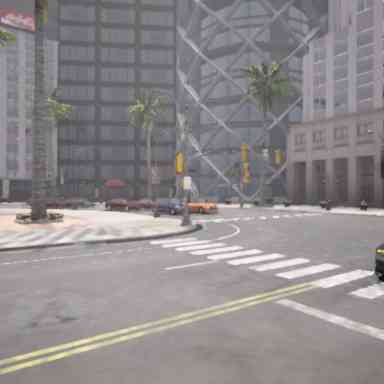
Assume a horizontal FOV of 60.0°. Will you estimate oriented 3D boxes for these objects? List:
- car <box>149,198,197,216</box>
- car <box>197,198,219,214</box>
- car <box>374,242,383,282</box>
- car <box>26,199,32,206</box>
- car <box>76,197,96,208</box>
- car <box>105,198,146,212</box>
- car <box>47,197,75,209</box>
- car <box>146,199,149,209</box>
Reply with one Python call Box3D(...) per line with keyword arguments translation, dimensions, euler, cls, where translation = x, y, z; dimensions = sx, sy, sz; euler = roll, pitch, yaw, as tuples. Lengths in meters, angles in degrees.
Box3D(translation=(-1.967, 1.409, 34.037), dimensions=(2.097, 1.767, 4.553), euler=(0, 0, -39), cls="car")
Box3D(translation=(0.852, 1.420, 36.059), dimensions=(2.097, 1.767, 4.553), euler=(0, 0, -39), cls="car")
Box3D(translation=(6.477, 1.539, 8.706), dimensions=(4.892, 1.490, 1.837), euler=(-1, 1, -41), cls="car")
Box3D(translation=(-25.676, 1.517, 56.832), dimensions=(5.008, 1.535, 1.882), euler=(0, 0, 2), cls="car")
Box3D(translation=(-16.256, 1.540, 48.307), dimensions=(4.902, 1.511, 2.128), euler=(0, 0, 16), cls="car")
Box3D(translation=(-8.435, 1.530, 40.608), dimensions=(5.008, 1.535, 1.882), euler=(0, 0, 34), cls="car")
Box3D(translation=(-18.814, 1.637, 45.489), dimensions=(4.718, 1.301, 1.895), euler=(0, 0, 12), cls="car")
Box3D(translation=(-5.320, 1.590, 42.576), dimensions=(4.674, 1.442, 1.812), euler=(0, 0, 37), cls="car")
